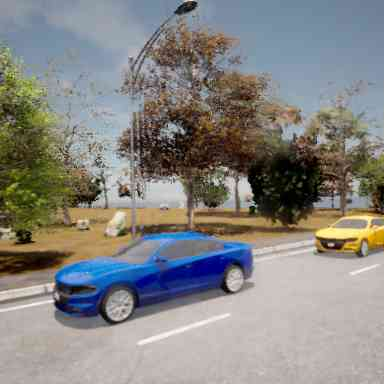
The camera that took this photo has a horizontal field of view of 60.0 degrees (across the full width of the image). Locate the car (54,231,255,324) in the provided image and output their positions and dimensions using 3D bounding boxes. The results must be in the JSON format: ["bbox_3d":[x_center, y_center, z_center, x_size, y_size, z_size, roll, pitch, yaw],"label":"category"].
[{"bbox_3d":[-0.651,1.757,7.999,5.008,1.535,1.882,0,-2,-38],"label":"car"}]

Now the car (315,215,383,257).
[{"bbox_3d":[7.303,1.788,14.571,5.008,1.535,1.882,0,-2,-40],"label":"car"}]
